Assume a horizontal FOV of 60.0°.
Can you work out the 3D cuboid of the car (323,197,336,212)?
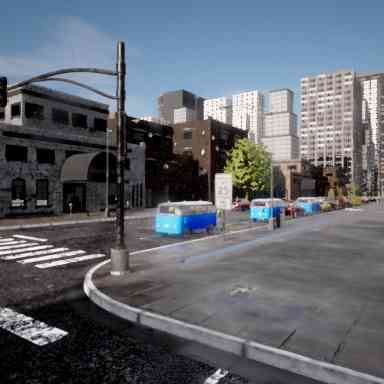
[{"bbox_3d":[15.738,1.671,40.446,1.752,1.417,4.829,0,0,35],"label":"car"}]

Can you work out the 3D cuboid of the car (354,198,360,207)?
[{"bbox_3d":[25.136,1.517,53.882,2.192,1.841,5.009,0,0,35],"label":"car"}]

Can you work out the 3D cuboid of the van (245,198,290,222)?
[{"bbox_3d":[6.148,1.436,26.732,1.690,1.788,3.998,0,0,35],"label":"van"}]

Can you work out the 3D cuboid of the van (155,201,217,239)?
[{"bbox_3d":[-0.182,1.407,17.682,1.690,1.788,3.998,0,0,35],"label":"van"}]

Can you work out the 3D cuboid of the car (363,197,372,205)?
[{"bbox_3d":[34.628,1.810,67.456,1.887,1.381,4.507,0,0,35],"label":"car"}]

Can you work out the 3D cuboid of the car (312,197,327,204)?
[{"bbox_3d":[27.674,1.729,72.134,1.752,1.417,4.829,0,0,35],"label":"car"}]

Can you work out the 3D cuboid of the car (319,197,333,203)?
[{"bbox_3d":[30.935,1.793,76.798,1.947,1.339,4.313,0,0,35],"label":"car"}]

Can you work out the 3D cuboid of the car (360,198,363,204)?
[{"bbox_3d":[28.397,1.749,58.546,1.752,1.417,4.829,0,0,35],"label":"car"}]

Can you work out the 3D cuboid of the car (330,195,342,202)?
[{"bbox_3d":[37.265,1.713,85.848,1.967,1.590,4.097,0,0,35],"label":"car"}]

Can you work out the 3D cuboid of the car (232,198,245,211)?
[{"bbox_3d":[5.620,1.507,40.600,1.967,1.590,4.097,0,0,35],"label":"car"}]

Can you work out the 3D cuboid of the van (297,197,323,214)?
[{"bbox_3d":[12.477,1.469,35.781,1.690,1.788,3.998,0,0,35],"label":"van"}]

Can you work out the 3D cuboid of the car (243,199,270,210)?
[{"bbox_3d":[8.784,1.629,45.125,1.887,1.381,4.507,0,0,35],"label":"car"}]

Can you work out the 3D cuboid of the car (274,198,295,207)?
[{"bbox_3d":[15.113,1.666,54.174,1.887,1.381,4.507,0,0,35],"label":"car"}]

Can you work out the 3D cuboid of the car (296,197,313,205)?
[{"bbox_3d":[21.442,1.706,63.223,1.887,1.381,4.507,0,0,35],"label":"car"}]

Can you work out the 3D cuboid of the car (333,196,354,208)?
[{"bbox_3d":[21.971,1.498,49.357,2.192,1.841,5.009,0,0,35],"label":"car"}]

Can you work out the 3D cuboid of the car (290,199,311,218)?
[{"bbox_3d":[9.311,1.656,31.256,1.887,1.381,4.507,0,0,35],"label":"car"}]

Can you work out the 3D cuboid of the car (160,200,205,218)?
[{"bbox_3d":[-0.808,1.559,31.410,1.752,1.417,4.829,0,0,35],"label":"car"}]

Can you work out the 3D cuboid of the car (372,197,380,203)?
[{"bbox_3d":[44.123,1.900,81.031,1.947,1.339,4.313,0,0,35],"label":"car"}]

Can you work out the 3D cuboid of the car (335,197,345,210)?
[{"bbox_3d":[18.805,1.730,44.831,1.947,1.339,4.313,0,0,35],"label":"car"}]
